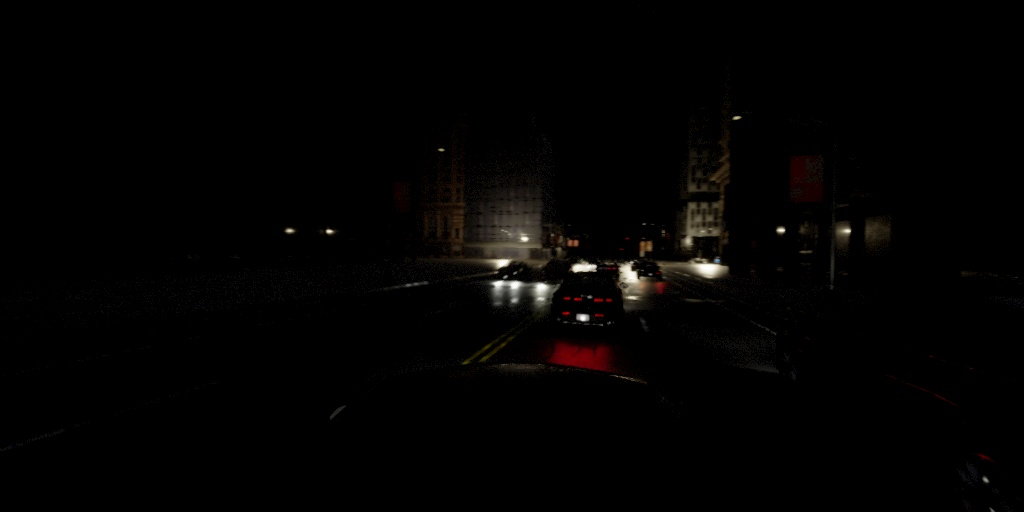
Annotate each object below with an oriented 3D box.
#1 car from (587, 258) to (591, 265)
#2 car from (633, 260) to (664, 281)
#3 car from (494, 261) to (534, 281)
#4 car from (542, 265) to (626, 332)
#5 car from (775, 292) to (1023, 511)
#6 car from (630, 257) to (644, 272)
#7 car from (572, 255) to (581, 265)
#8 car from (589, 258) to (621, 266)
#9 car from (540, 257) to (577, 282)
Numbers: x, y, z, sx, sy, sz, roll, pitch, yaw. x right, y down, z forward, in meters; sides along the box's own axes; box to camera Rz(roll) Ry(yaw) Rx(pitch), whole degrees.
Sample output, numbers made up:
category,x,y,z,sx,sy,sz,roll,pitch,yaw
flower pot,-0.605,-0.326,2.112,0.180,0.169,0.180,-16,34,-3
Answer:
category,x,y,z,sx,sy,sz,roll,pitch,yaw
car,14.251,1.001,62.874,1.895,1.301,4.718,1,1,17
car,11.193,1.196,29.438,1.812,1.442,4.674,1,0,17
car,0.293,1.057,27.447,2.033,1.411,5.357,1,1,16
car,2.379,1.207,10.877,1.837,1.490,4.892,1,1,16
car,4.740,1.159,3.739,2.097,1.767,4.553,1,1,16
car,14.738,1.179,41.425,1.994,1.385,4.181,1,1,17
car,11.125,0.693,63.811,2.097,1.767,4.553,1,1,17
car,7.541,1.112,28.328,2.128,1.511,4.902,1,1,16
car,3.377,1.048,26.408,1.882,1.535,5.008,1,1,16
